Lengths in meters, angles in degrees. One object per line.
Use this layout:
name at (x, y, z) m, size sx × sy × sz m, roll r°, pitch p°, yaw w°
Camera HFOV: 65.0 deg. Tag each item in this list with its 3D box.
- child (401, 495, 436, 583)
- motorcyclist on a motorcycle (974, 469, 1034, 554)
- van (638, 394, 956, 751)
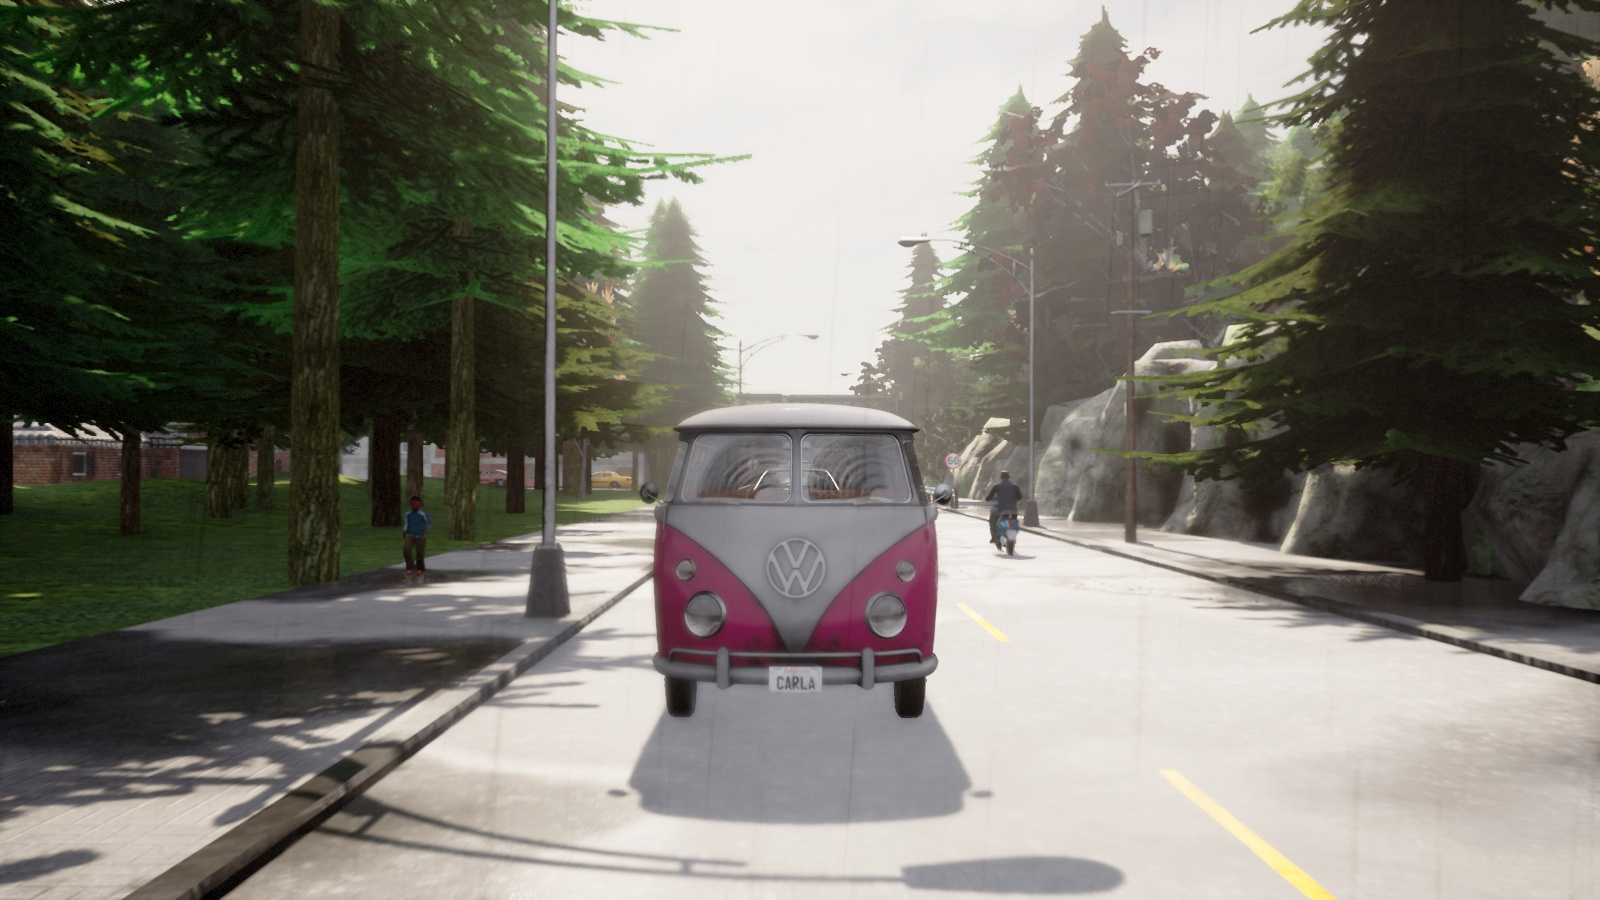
child at (-5.251, 1.215, 17.296) m, size 0.343 × 1.192 × 0.448 m, roll 0°, pitch -1°, yaw -1°
motorcyclist on a motorcycle at (3.942, 1.161, 24.423) m, size 0.866 × 1.590 × 1.817 m, roll 0°, pitch -1°, yaw 0°
van at (-0.023, 0.723, 9.262) m, size 1.775 × 1.987 × 4.442 m, roll 0°, pitch -1°, yaw 0°
